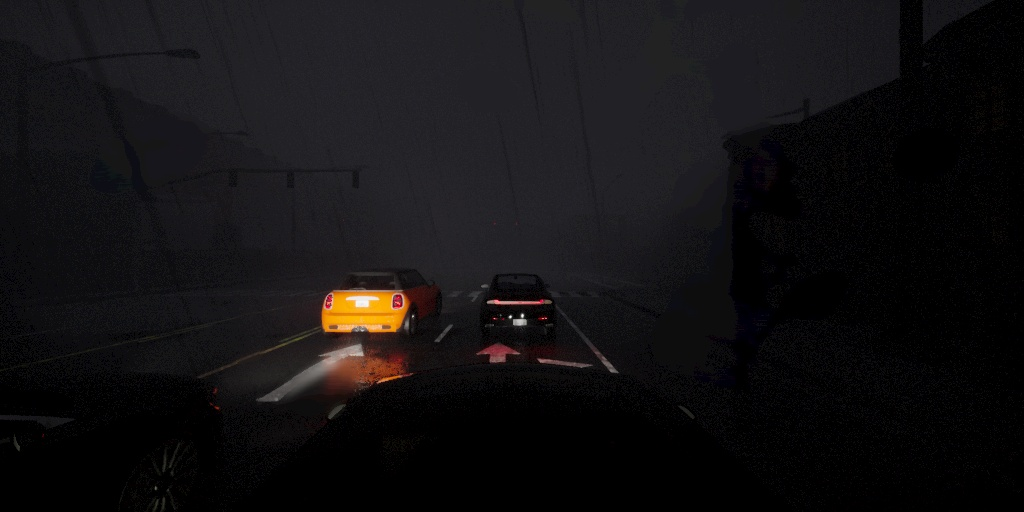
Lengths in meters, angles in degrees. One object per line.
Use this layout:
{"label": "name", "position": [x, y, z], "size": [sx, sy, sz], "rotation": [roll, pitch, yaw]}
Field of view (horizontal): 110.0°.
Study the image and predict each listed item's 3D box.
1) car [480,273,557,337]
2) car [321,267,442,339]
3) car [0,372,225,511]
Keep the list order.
{"label": "car", "position": [0.115, 1.242, 10.292], "size": [2.128, 1.511, 4.902], "rotation": [0, 0, -1]}
{"label": "car", "position": [-3.394, 1.102, 10.250], "size": [2.097, 1.767, 4.553], "rotation": [0, 0, 0]}
{"label": "car", "position": [-3.400, 1.242, 1.101], "size": [2.128, 1.511, 4.902], "rotation": [0, 0, 0]}
